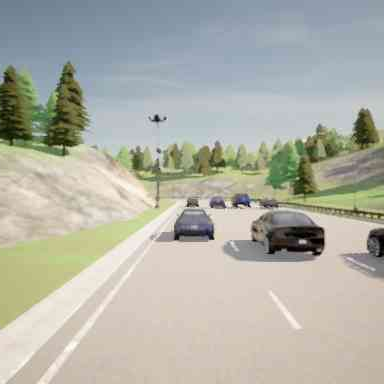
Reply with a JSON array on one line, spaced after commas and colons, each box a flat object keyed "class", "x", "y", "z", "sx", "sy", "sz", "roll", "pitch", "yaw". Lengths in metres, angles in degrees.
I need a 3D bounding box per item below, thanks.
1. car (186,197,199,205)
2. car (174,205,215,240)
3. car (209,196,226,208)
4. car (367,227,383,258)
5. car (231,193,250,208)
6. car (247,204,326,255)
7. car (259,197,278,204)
[{"class": "car", "x": 0.100, "y": 1.482, "z": 51.809, "sx": 2.128, "sy": 1.511, "sz": 4.902, "roll": 0, "pitch": 0, "yaw": 0}, {"class": "car", "x": 0.100, "y": 1.561, "z": 17.124, "sx": 1.994, "sy": 1.385, "sz": 4.181, "roll": 0, "pitch": 0, "yaw": 0}, {"class": "car", "x": 3.599, "y": 1.344, "z": 47.924, "sx": 2.097, "sy": 1.767, "sz": 4.553, "roll": 0, "pitch": 0, "yaw": 0}, {"class": "car", "x": 7.098, "y": 1.490, "z": 9.842, "sx": 2.128, "sy": 1.511, "sz": 4.902, "roll": 0, "pitch": 0, "yaw": 0}, {"class": "car", "x": 7.101, "y": 1.213, "z": 48.533, "sx": 2.150, "sy": 2.045, "sz": 5.566, "roll": 0, "pitch": 0, "yaw": 0}, {"class": "car", "x": 3.599, "y": 1.475, "z": 13.285, "sx": 1.882, "sy": 1.535, "sz": 5.008, "roll": 0, "pitch": 0, "yaw": 0}, {"class": "car", "x": 10.601, "y": 1.484, "z": 46.076, "sx": 2.128, "sy": 1.511, "sz": 4.902, "roll": 0, "pitch": 0, "yaw": 0}]
